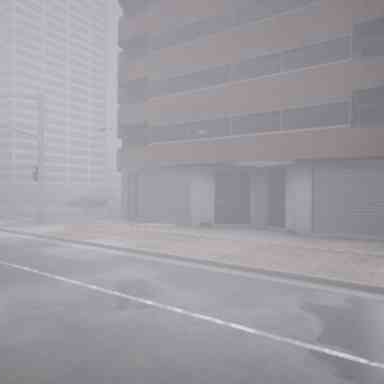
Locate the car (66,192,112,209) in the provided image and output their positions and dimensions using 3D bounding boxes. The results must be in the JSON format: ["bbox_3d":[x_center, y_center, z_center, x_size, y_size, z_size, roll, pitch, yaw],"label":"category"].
[{"bbox_3d":[-11.999,1.110,38.122,1.882,1.535,5.008,1,1,35],"label":"car"}]
